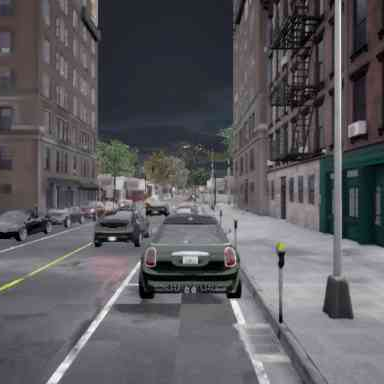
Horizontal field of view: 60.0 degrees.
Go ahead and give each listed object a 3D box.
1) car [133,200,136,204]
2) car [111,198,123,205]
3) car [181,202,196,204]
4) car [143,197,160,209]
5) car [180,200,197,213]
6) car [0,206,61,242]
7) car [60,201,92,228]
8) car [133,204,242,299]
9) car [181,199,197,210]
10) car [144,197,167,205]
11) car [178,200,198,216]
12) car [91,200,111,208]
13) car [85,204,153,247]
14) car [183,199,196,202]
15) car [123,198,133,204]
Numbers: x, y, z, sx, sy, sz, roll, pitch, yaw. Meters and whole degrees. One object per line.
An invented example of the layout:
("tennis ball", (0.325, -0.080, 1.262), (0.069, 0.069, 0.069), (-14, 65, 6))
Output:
("car", (-8.408, 1.599, 43.945), (1.802, 1.307, 4.206), (0, 0, 0))
("car", (-8.408, 1.534, 32.737), (1.752, 1.417, 4.829), (0, 0, 0))
("car", (-0.383, 1.583, 21.873), (1.802, 1.307, 4.206), (0, 0, 0))
("car", (-5.770, 1.534, 48.021), (1.882, 1.535, 5.008), (0, 0, 0))
("car", (-0.383, 1.595, 38.428), (1.802, 1.307, 4.206), (0, 0, 0))
("car", (-8.408, 1.566, 16.351), (1.947, 1.339, 4.313), (0, 0, 0))
("car", (-8.408, 1.552, 21.869), (2.008, 1.369, 4.403), (0, 0, 0))
("car", (-0.033, 1.352, 8.620), (2.097, 1.767, 4.553), (0, 0, 0))
("car", (-0.383, 1.583, 43.946), (1.947, 1.339, 4.313), (0, 0, 0))
("car", (-3.020, 1.492, 30.021), (1.882, 1.535, 5.008), (0, 0, 0))
("car", (-0.383, 1.553, 32.910), (1.887, 1.381, 4.507), (0, 0, 0))
("car", (-8.408, 1.445, 27.388), (1.967, 1.590, 4.097), (0, 0, 0))
("car", (-3.020, 1.517, 15.020), (1.837, 1.490, 4.892), (0, 0, 0))
("car", (-0.383, 1.530, 27.562), (1.752, 1.417, 4.829), (0, 0, 0))
("car", (-8.408, 1.453, 38.426), (1.967, 1.590, 4.097), (0, 0, 0))
